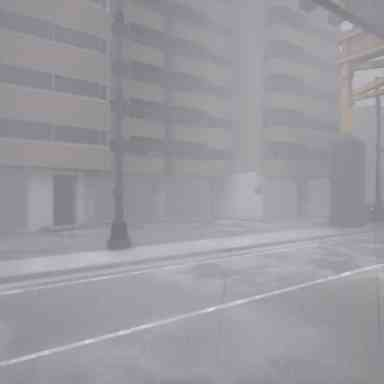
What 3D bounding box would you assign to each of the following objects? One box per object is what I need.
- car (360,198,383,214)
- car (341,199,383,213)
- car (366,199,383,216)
[{"bbox_3d":[20.459,1.467,34.746,4.974,1.542,2.038,0,0,34],"label":"car"},{"bbox_3d":[16.874,1.308,32.648,1.853,1.218,4.536,0,0,-11],"label":"car"},{"bbox_3d":[16.883,1.465,32.597,2.038,1.542,4.974,0,0,-11],"label":"car"}]
